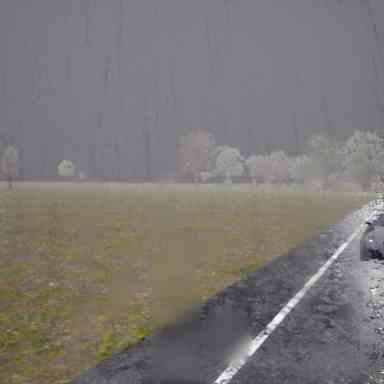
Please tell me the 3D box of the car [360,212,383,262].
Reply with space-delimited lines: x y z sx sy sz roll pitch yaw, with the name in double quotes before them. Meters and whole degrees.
"car" 6.535 1.351 10.444 1.994 1.385 4.181 1 1 32
